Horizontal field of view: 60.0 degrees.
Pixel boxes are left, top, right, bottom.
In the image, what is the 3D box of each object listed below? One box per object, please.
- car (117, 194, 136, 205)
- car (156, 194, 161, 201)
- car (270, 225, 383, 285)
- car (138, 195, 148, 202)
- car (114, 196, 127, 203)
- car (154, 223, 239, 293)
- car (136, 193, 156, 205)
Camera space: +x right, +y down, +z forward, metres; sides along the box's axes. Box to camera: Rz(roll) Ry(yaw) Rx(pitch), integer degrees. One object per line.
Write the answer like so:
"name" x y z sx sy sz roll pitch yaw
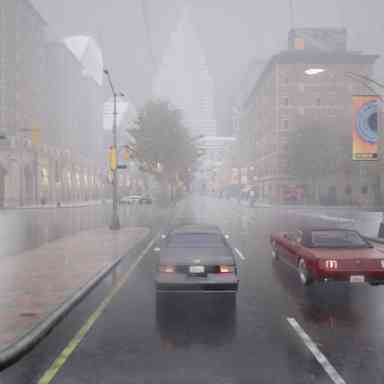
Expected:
"car" -11.624 1.526 58.937 1.812 1.442 4.674 0 0 0
"car" -8.079 1.526 68.995 1.812 1.442 4.674 0 0 0
"car" 3.590 1.601 9.442 1.895 1.301 4.718 0 0 0
"car" -11.591 1.524 79.217 1.812 1.442 4.674 0 0 0
"car" -14.829 1.595 69.203 1.895 1.301 4.718 0 0 0
"car" 0.091 1.547 8.958 2.033 1.411 5.357 0 0 0
"car" -8.125 1.491 59.227 2.128 1.511 4.902 0 0 0
